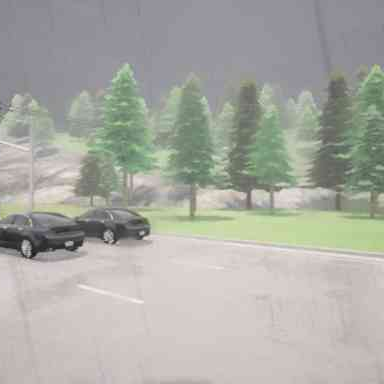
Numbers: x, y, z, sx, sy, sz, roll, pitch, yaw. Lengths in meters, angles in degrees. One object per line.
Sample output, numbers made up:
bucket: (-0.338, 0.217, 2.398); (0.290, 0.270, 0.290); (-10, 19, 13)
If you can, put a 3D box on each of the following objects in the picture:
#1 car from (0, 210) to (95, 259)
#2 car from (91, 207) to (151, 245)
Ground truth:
car: (-6.095, 1.476, 12.533); (4.892, 1.490, 1.837); (0, 0, 35)
car: (-4.087, 1.475, 15.396); (4.892, 1.490, 1.837); (0, 0, 35)
